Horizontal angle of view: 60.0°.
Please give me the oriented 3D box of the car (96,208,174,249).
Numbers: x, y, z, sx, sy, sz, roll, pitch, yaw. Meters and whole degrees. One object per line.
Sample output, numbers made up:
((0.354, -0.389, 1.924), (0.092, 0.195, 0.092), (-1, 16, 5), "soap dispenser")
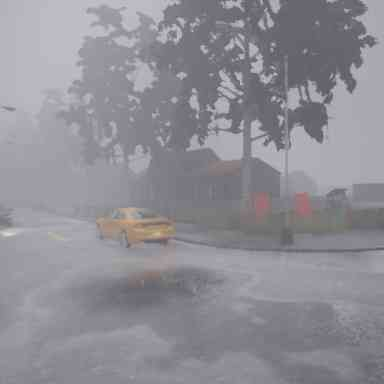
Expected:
((-2.673, 1.430, 14.586), (1.882, 1.535, 5.008), (0, 0, -34), "car")

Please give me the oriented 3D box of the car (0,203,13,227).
((-13.185, 1.490, 22.038), (1.837, 1.490, 4.892), (-1, 0, -36), "car")
